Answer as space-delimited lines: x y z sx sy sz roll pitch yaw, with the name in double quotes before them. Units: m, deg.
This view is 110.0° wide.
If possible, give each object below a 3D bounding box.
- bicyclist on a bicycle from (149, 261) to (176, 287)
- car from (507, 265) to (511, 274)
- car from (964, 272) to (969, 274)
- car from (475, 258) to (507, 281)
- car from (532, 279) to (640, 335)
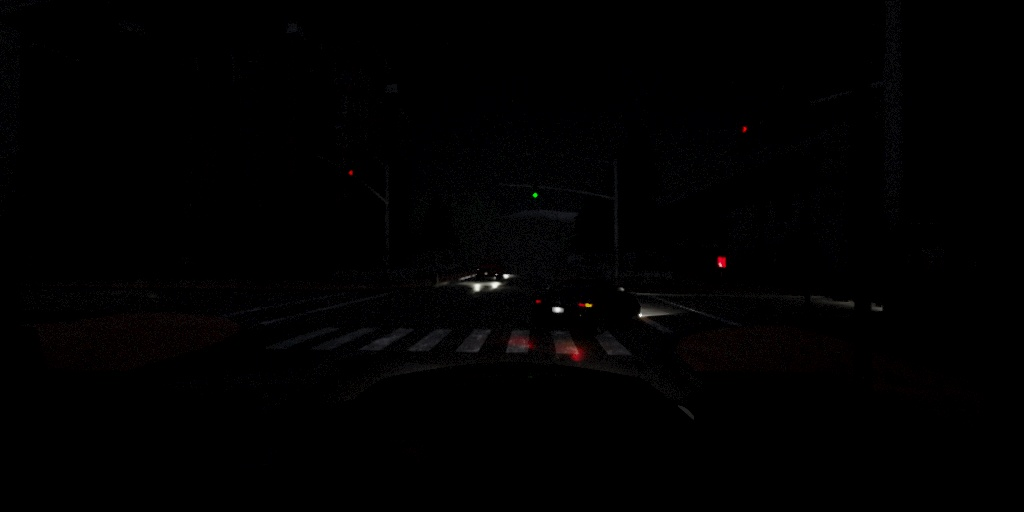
"bicyclist on a bicycle" -22.756 1.166 23.372 0.582 1.620 1.656 0 0 6
"car" -1.246 1.665 46.919 1.994 1.385 4.181 0 0 4
"car" 19.179 1.419 15.413 4.892 1.490 1.837 0 0 6
"car" -2.108 1.233 34.630 2.150 2.045 5.566 0 0 4
"car" 2.385 1.398 11.053 1.994 1.385 4.181 -1 -1 36
